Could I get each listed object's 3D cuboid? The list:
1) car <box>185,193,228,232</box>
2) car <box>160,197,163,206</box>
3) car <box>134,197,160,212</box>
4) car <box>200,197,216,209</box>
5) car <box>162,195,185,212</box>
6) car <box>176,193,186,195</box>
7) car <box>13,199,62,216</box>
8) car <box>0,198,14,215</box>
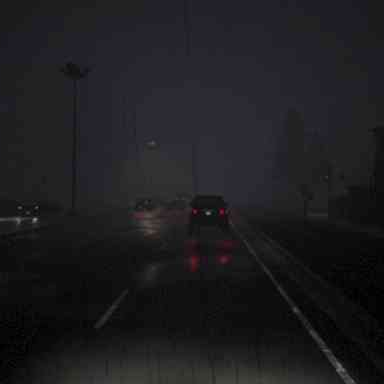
[{"bbox_3d":[1.004,1.201,19.997,2.150,2.045,5.566,1,0,3],"label":"car"},{"bbox_3d":[-4.754,1.440,48.408,1.994,1.385,4.181,1,0,3],"label":"car"},{"bbox_3d":[-5.234,1.393,37.407,1.837,1.490,4.892,1,0,3],"label":"car"},{"bbox_3d":[2.167,1.445,44.923,2.128,1.511,4.902,1,0,3],"label":"car"},{"bbox_3d":[-1.719,1.415,37.553,2.128,1.511,4.902,1,0,3],"label":"car"},{"bbox_3d":[-1.279,1.135,47.833,2.150,2.045,5.566,1,0,3],"label":"car"},{"bbox_3d":[-13.723,1.412,30.241,1.895,1.301,4.718,1,0,3],"label":"car"},{"bbox_3d":[-17.234,1.266,30.029,2.128,1.511,4.902,1,0,3],"label":"car"}]
